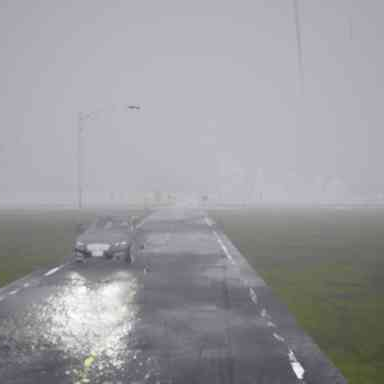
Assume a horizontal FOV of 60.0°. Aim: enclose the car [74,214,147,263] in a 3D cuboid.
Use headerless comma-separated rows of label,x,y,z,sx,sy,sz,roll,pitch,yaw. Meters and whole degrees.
car,-2.854,1.618,12.501,2.128,1.511,4.902,0,-1,0
